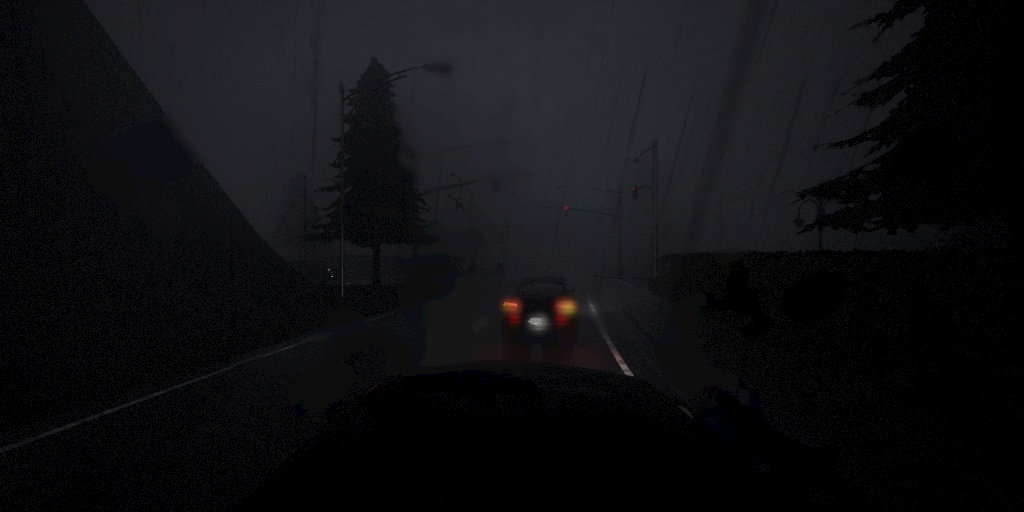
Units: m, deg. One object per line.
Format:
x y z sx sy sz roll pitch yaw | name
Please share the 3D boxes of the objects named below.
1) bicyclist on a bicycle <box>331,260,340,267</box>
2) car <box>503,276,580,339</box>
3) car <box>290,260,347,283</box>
-17.361 1.203 35.377 0.582 1.620 1.656 0 0 8 | bicyclist on a bicycle
0.921 1.276 10.097 1.812 1.442 4.674 0 0 9 | car
-15.341 1.102 27.955 4.553 1.767 2.097 0 0 9 | car
